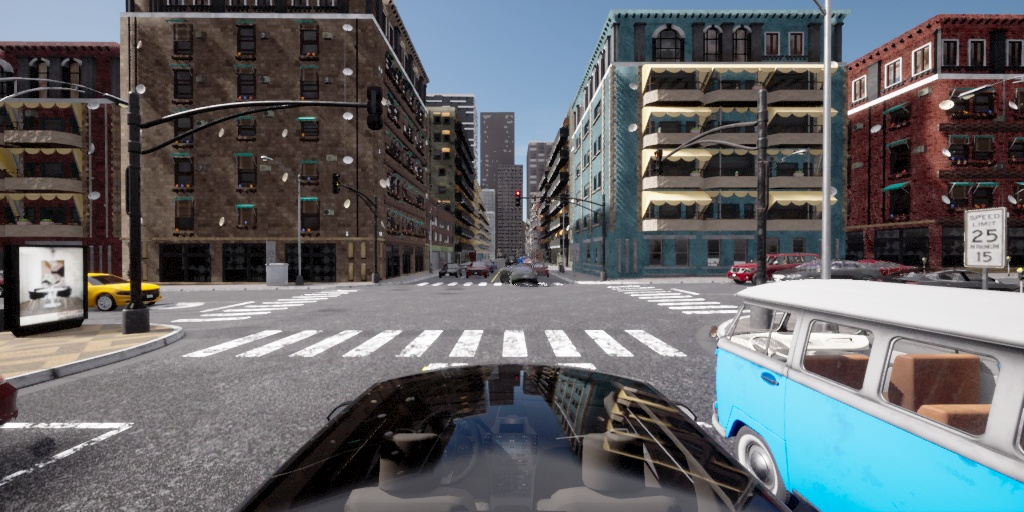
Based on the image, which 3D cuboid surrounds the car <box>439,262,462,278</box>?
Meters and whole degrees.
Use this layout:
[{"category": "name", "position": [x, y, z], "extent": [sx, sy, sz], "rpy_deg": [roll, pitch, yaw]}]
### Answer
[{"category": "car", "position": [-5.770, 1.319, 34.150], "extent": [1.948, 1.339, 4.313], "rpy_deg": [0, 0, 0]}]

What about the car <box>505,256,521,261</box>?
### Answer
[{"category": "car", "position": [-0.041, 0.986, 59.618], "extent": [2.150, 2.045, 5.566], "rpy_deg": [0, 0, 0]}]

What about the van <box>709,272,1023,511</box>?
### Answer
[{"category": "van", "position": [2.689, 1.091, 1.764], "extent": [1.690, 1.789, 3.998], "rpy_deg": [0, 0, 0]}]

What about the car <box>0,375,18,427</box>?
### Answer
[{"category": "car", "position": [-5.692, 1.332, 1.745], "extent": [1.802, 1.307, 4.207], "rpy_deg": [0, 0, 0]}]

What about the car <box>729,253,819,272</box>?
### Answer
[{"category": "car", "position": [15.725, 0.781, 21.349], "extent": [5.009, 1.841, 2.192], "rpy_deg": [0, 0, -1]}]

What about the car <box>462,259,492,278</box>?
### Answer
[{"category": "car", "position": [-3.177, 1.231, 33.857], "extent": [1.882, 1.535, 5.008], "rpy_deg": [0, 0, 0]}]

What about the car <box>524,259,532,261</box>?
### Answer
[{"category": "car", "position": [2.598, 1.321, 39.681], "extent": [1.948, 1.339, 4.313], "rpy_deg": [0, 0, 0]}]

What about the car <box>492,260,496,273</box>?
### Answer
[{"category": "car", "position": [-3.196, 1.109, 43.037], "extent": [2.097, 1.767, 4.553], "rpy_deg": [0, 0, 0]}]

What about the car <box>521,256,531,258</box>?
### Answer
[{"category": "car", "position": [2.998, 1.226, 64.917], "extent": [1.801, 1.575, 5.366], "rpy_deg": [0, 0, 0]}]

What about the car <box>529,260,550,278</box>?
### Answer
[{"category": "car", "position": [2.611, 1.335, 34.158], "extent": [1.802, 1.307, 4.207], "rpy_deg": [0, 0, 0]}]

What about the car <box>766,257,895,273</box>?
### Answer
[{"category": "car", "position": [16.329, 0.969, 18.762], "extent": [4.902, 1.511, 2.128], "rpy_deg": [-1, 0, -1]}]

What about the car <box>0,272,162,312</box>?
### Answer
[{"category": "car", "position": [-17.910, 1.478, 15.230], "extent": [5.008, 1.535, 1.882], "rpy_deg": [-1, 0, -1]}]

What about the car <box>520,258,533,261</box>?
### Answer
[{"category": "car", "position": [2.571, 1.306, 50.728], "extent": [1.888, 1.381, 4.507], "rpy_deg": [0, 0, 0]}]

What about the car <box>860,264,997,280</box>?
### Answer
[{"category": "car", "position": [15.766, 1.097, 12.969], "extent": [4.313, 1.339, 1.948], "rpy_deg": [0, 0, -1]}]

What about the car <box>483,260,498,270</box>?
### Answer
[{"category": "car", "position": [-3.208, 1.326, 53.534], "extent": [1.994, 1.385, 4.181], "rpy_deg": [0, 0, 0]}]

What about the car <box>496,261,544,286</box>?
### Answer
[{"category": "car", "position": [0.455, 1.315, 25.783], "extent": [1.994, 1.385, 4.181], "rpy_deg": [0, 0, -15]}]
